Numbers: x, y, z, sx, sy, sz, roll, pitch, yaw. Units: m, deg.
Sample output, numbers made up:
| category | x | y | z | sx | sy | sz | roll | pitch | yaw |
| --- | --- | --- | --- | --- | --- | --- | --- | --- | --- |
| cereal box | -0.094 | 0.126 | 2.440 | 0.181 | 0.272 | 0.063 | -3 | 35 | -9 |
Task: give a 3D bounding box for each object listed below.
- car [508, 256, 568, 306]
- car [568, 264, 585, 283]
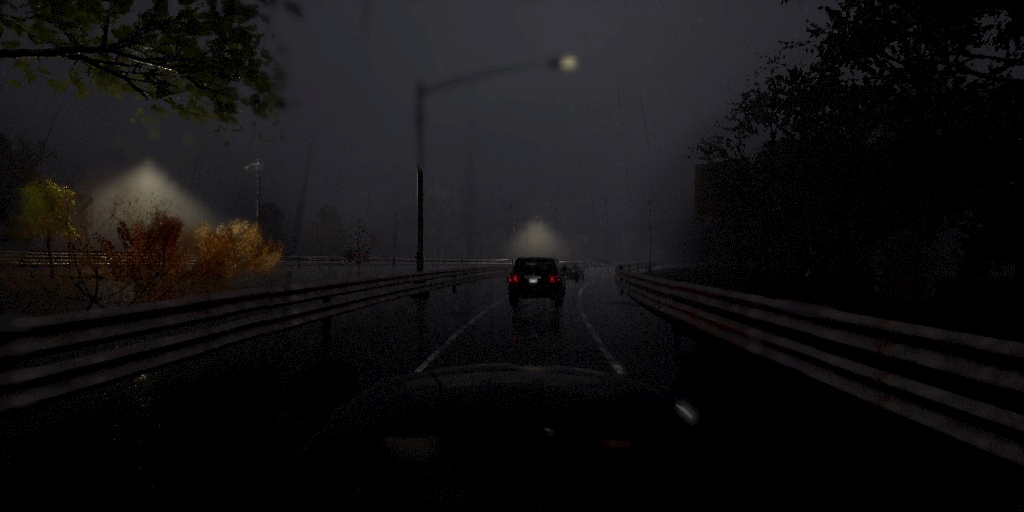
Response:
| category | x | y | z | sx | sy | sz | roll | pitch | yaw |
| --- | --- | --- | --- | --- | --- | --- | --- | --- | --- |
| car | 1.247 | 1.049 | 16.129 | 2.150 | 2.045 | 5.566 | 0 | 0 | 10 |
| car | 4.943 | 1.418 | 30.309 | 2.128 | 1.511 | 4.902 | 0 | -1 | 19 |
